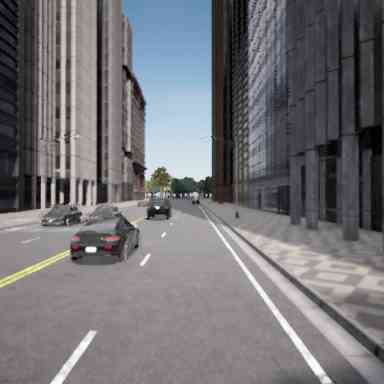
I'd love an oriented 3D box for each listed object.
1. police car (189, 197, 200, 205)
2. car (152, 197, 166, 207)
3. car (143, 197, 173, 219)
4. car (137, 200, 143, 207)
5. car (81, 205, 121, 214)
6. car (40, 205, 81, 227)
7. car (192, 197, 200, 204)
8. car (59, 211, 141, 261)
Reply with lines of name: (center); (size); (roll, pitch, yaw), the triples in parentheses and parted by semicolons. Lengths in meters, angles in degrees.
police car: (0.951, 2.299, 79.959); (1.930, 1.638, 5.238); (0, -1, 0)
car: (-6.524, 1.954, 66.573); (2.150, 2.045, 5.566); (0, -1, 0)
car: (-3.159, 1.592, 33.171); (2.150, 2.045, 5.566); (0, -1, 0)
car: (-9.773, 2.274, 66.605); (2.033, 1.411, 5.357); (0, -1, 0)
car: (-6.607, 1.790, 25.556); (1.837, 1.490, 4.892); (0, -1, 0)
car: (-9.856, 1.790, 25.543); (1.837, 1.490, 4.892); (0, -1, 0)
car: (0.948, 2.330, 89.821); (2.097, 1.767, 4.553); (0, -1, 0)
car: (-3.152, 1.667, 12.722); (1.812, 1.442, 4.674); (0, -1, 0)
